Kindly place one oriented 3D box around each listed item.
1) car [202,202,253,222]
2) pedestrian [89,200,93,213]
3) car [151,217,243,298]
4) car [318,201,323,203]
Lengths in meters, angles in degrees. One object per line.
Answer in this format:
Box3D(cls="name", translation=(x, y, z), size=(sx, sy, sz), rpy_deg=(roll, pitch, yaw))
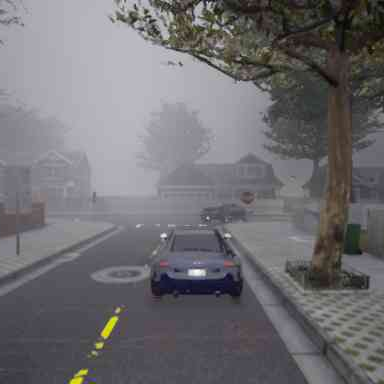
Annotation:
Box3D(cls="car", translation=(2.714, 1.551, 24.955), size=(1.837, 1.490, 4.892), rpy_deg=(-4, -3, 41))
Box3D(cls="pedestrian", translation=(-9.764, 1.363, 32.013), size=(0.375, 1.300, 0.375), rpy_deg=(0, 0, -1))
Box3D(cls="car", translation=(0.100, 1.569, 8.603), size=(1.994, 1.385, 4.181), rpy_deg=(0, 0, 0))
Box3D(cls="car", translation=(11.455, 1.560, 29.319), size=(4.892, 1.490, 1.837), rpy_deg=(0, 1, -1))
